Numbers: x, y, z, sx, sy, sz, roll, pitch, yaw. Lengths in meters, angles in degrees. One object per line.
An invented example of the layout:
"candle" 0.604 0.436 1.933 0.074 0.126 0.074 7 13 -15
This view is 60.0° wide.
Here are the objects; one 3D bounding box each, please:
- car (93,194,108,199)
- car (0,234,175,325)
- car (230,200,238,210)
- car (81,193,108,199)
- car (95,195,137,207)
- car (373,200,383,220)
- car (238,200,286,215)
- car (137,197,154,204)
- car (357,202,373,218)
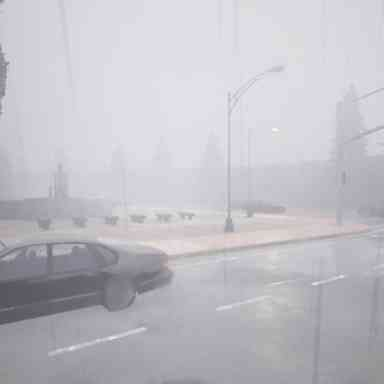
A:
"car" -13.163 1.548 55.373 5.357 1.411 2.033 0 0 20
"car" -2.941 1.547 6.173 5.357 1.411 2.033 0 0 -35
"car" 6.723 1.601 41.232 1.895 1.301 4.718 0 0 -40
"car" -18.646 1.221 63.939 5.566 2.045 2.150 0 0 10
"car" -11.659 1.548 50.952 5.357 1.411 2.033 0 0 23
"car" 15.677 1.506 23.047 1.837 1.490 4.892 0 0 -35
"car" 7.396 1.601 34.590 1.895 1.301 4.718 0 0 -36
"car" -9.106 1.564 61.192 4.181 1.385 1.994 0 0 22
"car" 16.635 1.478 28.039 1.882 1.535 5.008 0 0 -38
